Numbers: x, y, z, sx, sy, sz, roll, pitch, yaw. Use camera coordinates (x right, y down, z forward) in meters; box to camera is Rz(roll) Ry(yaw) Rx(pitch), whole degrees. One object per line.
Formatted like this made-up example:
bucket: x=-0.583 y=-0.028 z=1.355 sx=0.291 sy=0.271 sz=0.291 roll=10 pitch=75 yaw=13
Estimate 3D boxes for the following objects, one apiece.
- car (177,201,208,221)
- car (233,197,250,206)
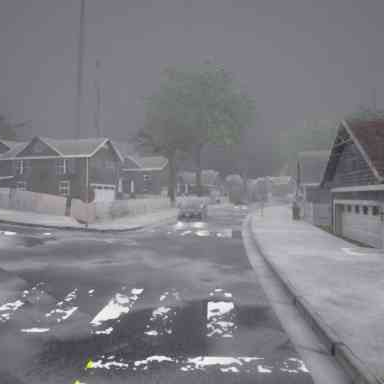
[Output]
car: x=0.133 y=1.486 z=27.045 sx=1.837 sy=1.490 sz=4.892 roll=0 pitch=0 yaw=11
car: x=7.984 y=1.545 z=52.932 sx=1.994 sy=1.385 sz=4.181 roll=0 pitch=0 yaw=22
